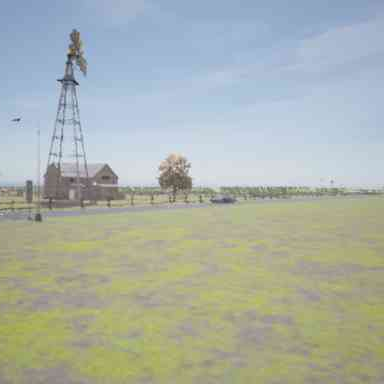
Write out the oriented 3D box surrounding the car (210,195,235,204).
[{"bbox_3d":[5.103,1.195,55.201,2.033,1.411,5.357,1,1,39],"label":"car"}]
